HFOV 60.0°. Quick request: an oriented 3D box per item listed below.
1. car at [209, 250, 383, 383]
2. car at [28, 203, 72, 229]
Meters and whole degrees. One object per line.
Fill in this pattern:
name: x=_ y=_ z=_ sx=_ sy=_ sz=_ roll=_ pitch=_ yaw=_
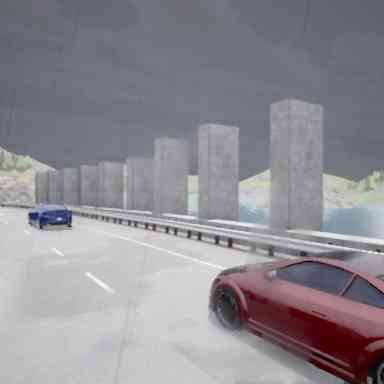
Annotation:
car: x=2.069 y=1.563 z=4.866 sx=1.994 sy=1.385 sz=4.181 roll=0 pitch=0 yaw=-33
car: x=-9.352 y=1.472 z=21.763 sx=1.882 sy=1.535 sz=5.008 roll=0 pitch=0 yaw=-36
